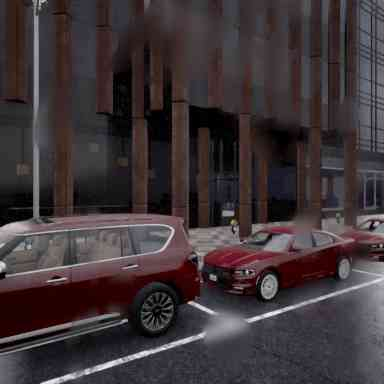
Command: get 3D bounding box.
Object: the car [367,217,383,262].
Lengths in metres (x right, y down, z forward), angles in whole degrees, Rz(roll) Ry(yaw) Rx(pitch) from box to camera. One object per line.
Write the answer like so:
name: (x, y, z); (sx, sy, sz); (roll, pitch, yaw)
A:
car: (6.723, 1.547, 11.416); (4.507, 1.381, 1.887); (0, 0, -35)

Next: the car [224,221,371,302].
car: (2.274, 1.545, 8.255); (4.507, 1.381, 1.887); (0, 0, -35)

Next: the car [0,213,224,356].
car: (-2.174, 1.315, 5.095); (5.009, 1.841, 2.192); (0, 0, -35)
